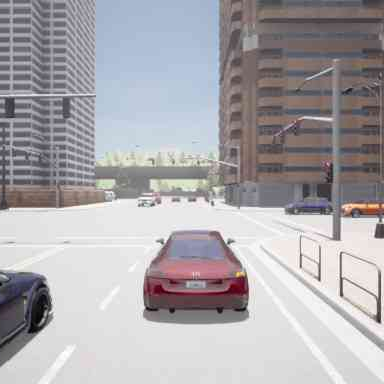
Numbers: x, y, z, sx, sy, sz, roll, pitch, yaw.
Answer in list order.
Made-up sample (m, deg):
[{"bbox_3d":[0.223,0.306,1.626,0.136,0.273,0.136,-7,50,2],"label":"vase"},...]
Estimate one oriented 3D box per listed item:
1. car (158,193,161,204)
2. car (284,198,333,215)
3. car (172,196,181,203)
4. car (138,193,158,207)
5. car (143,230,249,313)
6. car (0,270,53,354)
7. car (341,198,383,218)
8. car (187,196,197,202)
[{"bbox_3d":[-7.015,1.221,62.543,2.150,2.045,5.566,0,0,1],"label":"car"},{"bbox_3d":[11.565,1.352,33.168,4.553,1.767,2.097,0,0,2],"label":"car"},{"bbox_3d":[-3.416,1.542,71.907,2.033,1.411,5.357,0,0,0],"label":"car"},{"bbox_3d":[-7.057,1.221,52.122,2.150,2.045,5.566,0,0,0],"label":"car"},{"bbox_3d":[0.085,1.564,7.731,1.994,1.385,4.181,0,0,0],"label":"car"},{"bbox_3d":[-3.437,1.564,4.159,1.994,1.385,4.181,0,0,0],"label":"car"},{"bbox_3d":[15.539,1.352,29.584,4.553,1.767,2.097,0,0,1],"label":"car"},{"bbox_3d":[0.053,1.525,73.367,2.128,1.511,4.902,0,0,0],"label":"car"}]
